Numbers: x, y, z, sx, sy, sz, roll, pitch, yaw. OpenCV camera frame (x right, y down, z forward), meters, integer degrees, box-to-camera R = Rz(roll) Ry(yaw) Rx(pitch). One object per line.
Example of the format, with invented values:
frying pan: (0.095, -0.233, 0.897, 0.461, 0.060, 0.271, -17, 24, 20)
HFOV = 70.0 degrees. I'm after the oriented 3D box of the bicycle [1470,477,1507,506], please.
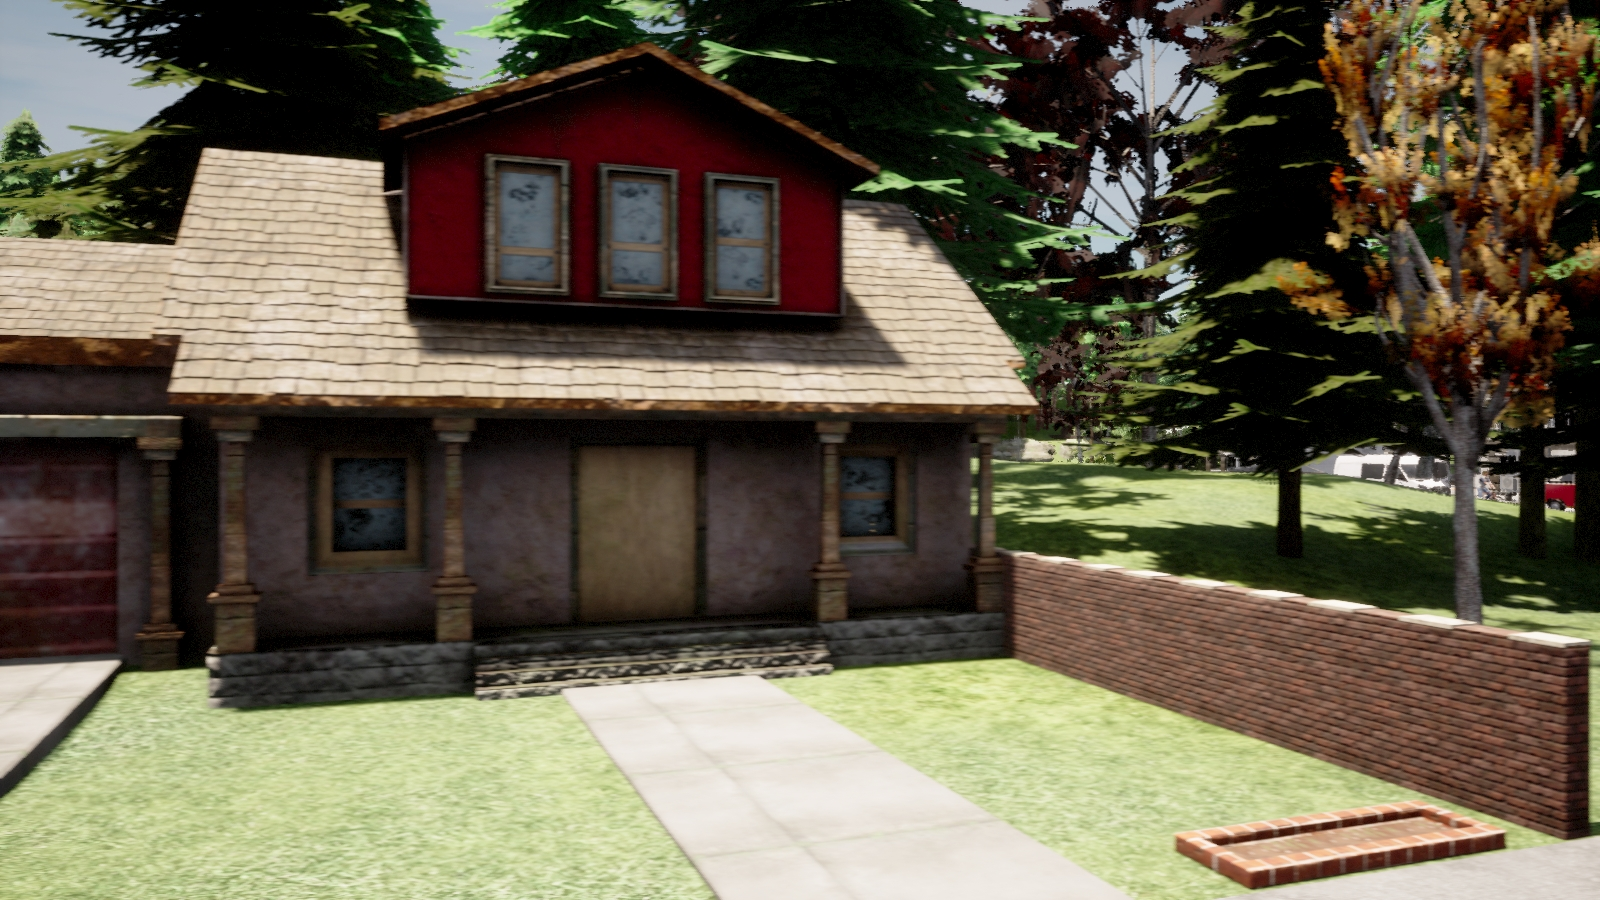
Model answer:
bicycle: (32.095, 1.928, 53.278, 0.373, 1.296, 1.643, 0, 0, -20)
